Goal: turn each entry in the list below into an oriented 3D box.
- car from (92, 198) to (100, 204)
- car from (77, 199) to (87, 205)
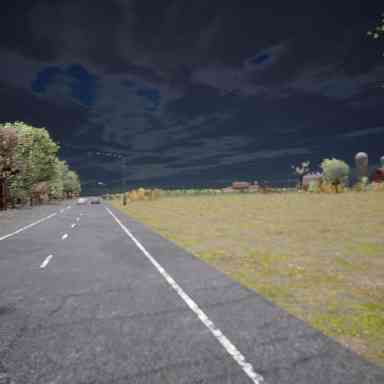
[{"bbox_3d":[-24.605,2.394,85.147,1.994,1.385,4.181,-2,0,-16],"label":"car"},{"bbox_3d":[-27.974,2.509,84.204,1.812,1.442,4.674,-2,0,-16],"label":"car"}]
